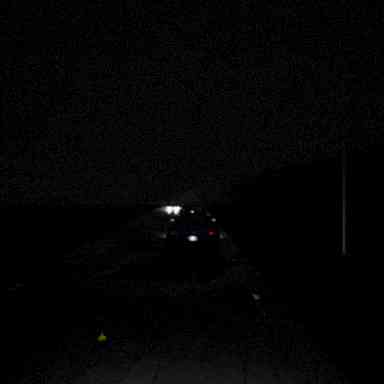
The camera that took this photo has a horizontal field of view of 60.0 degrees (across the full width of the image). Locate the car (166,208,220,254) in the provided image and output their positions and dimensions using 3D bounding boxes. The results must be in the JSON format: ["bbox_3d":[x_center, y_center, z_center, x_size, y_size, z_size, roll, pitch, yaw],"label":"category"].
[{"bbox_3d":[0.048,1.554,13.404,1.994,1.385,4.181,0,0,1],"label":"car"}]

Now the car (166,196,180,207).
[{"bbox_3d":[-2.800,1.435,50.785,2.128,1.511,4.902,0,0,1],"label":"car"}]

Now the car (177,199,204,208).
[{"bbox_3d":[0.046,1.535,28.257,1.994,1.385,4.181,0,0,1],"label":"car"}]
